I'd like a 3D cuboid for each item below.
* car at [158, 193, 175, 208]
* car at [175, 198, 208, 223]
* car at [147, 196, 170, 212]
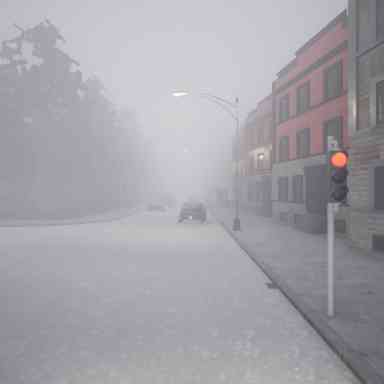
[{"bbox_3d":[-4.088,1.221,49.539,2.150,2.045,5.566,0,0,0],"label":"car"},{"bbox_3d":[0.103,1.505,25.653,1.837,1.490,4.892,2,0,5],"label":"car"},{"bbox_3d":[-4.095,1.547,39.352,2.033,1.411,5.357,0,0,0],"label":"car"}]
